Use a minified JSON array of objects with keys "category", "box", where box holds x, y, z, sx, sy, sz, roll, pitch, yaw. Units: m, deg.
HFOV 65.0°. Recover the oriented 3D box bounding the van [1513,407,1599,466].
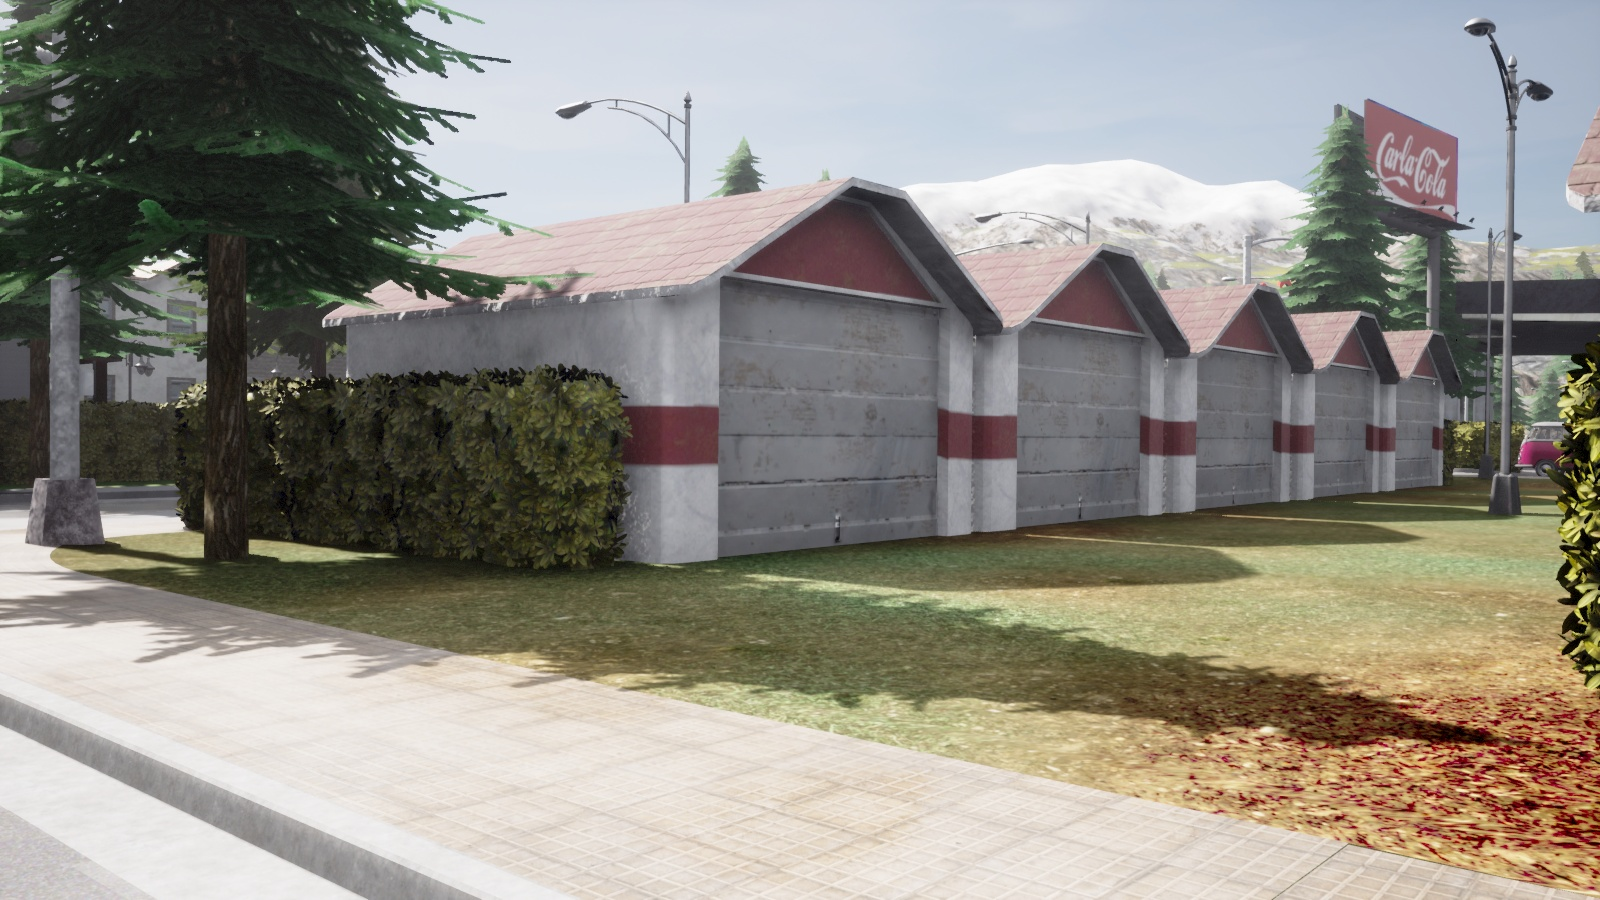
[{"category":"van","box":[27.249,-0.453,43.202,4.442,1.987,1.775,1,1,40]}]
